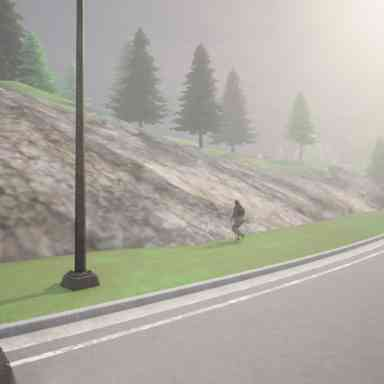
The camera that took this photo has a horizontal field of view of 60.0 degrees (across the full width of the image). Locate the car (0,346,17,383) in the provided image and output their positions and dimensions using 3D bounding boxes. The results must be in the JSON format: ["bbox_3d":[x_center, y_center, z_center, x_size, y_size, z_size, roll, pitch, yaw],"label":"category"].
[{"bbox_3d":[-3.605,1.548,1.301,5.357,1.411,2.033,0,0,-36],"label":"car"}]

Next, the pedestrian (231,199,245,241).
[{"bbox_3d":[1.980,1.143,14.138,0.375,1.860,0.375,0,0,-43],"label":"pedestrian"}]
